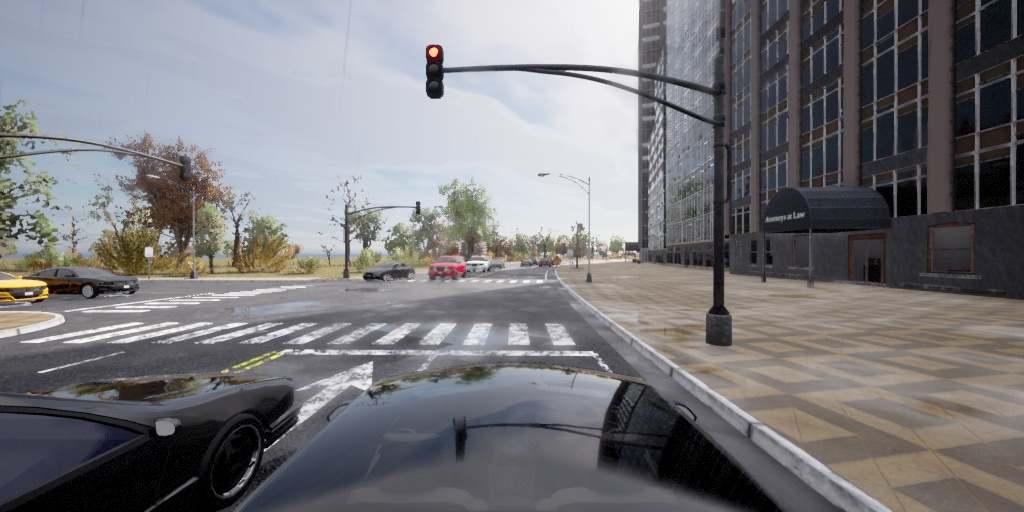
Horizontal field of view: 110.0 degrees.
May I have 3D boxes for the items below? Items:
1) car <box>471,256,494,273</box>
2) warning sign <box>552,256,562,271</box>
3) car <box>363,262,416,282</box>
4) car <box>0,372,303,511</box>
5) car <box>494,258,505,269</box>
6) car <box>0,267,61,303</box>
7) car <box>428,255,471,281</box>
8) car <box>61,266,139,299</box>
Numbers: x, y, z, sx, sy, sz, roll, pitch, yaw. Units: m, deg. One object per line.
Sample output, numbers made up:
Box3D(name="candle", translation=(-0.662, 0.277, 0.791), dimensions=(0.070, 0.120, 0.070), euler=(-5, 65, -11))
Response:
Box3D(name="car", translation=(-4.035, 0.969, 43.485), dimensions=(2.150, 2.045, 5.566), euler=(0, 0, 5))
Box3D(name="warning sign", translation=(5.511, 0.868, 43.966), dimensions=(1.300, 1.860, 1.060), euler=(0, 0, 7))
Box3D(name="car", translation=(-9.784, 1.251, 29.012), dimensions=(1.837, 1.490, 4.892), euler=(1, 0, 22))
Box3D(name="car", translation=(-3.127, 1.298, 1.264), dimensions=(2.033, 1.411, 5.357), euler=(0, 0, 1))
Box3D(name="car", translation=(-2.317, 1.277, 55.954), dimensions=(1.812, 1.442, 4.674), euler=(0, 0, 9))
Box3D(name="car", translation=(-22.477, 1.288, 14.941), dimensions=(5.008, 1.535, 1.882), euler=(0, 0, 3))
Box3D(name="car", translation=(-5.327, 0.970, 30.423), dimensions=(2.150, 2.045, 5.566), euler=(0, 0, 4))
Box3D(name="car", translation=(-21.836, 1.275, 18.162), dimensions=(5.008, 1.535, 1.882), euler=(0, 0, 4))
